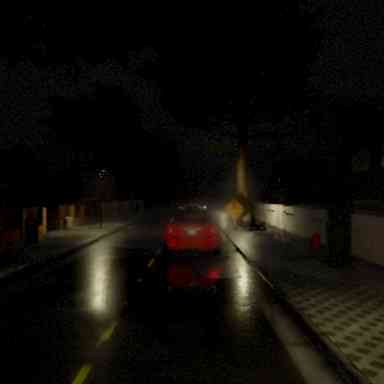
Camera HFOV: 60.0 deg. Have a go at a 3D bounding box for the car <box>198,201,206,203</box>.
[{"bbox_3d":[0.024,1.807,29.498,1.882,1.535,5.008,0,0,0],"label":"car"}]

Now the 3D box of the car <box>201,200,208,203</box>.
[{"bbox_3d":[2.418,2.524,72.809,1.994,1.385,4.181,-1,-1,14],"label":"car"}]

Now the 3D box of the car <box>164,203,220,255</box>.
[{"bbox_3d":[0.008,1.495,14.106,2.097,1.767,4.553,0,-1,0],"label":"car"}]

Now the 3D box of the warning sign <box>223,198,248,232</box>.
[{"bbox_3d":[2.503,1.320,19.376,1.300,1.860,1.060,-1,-2,0],"label":"warning sign"}]
